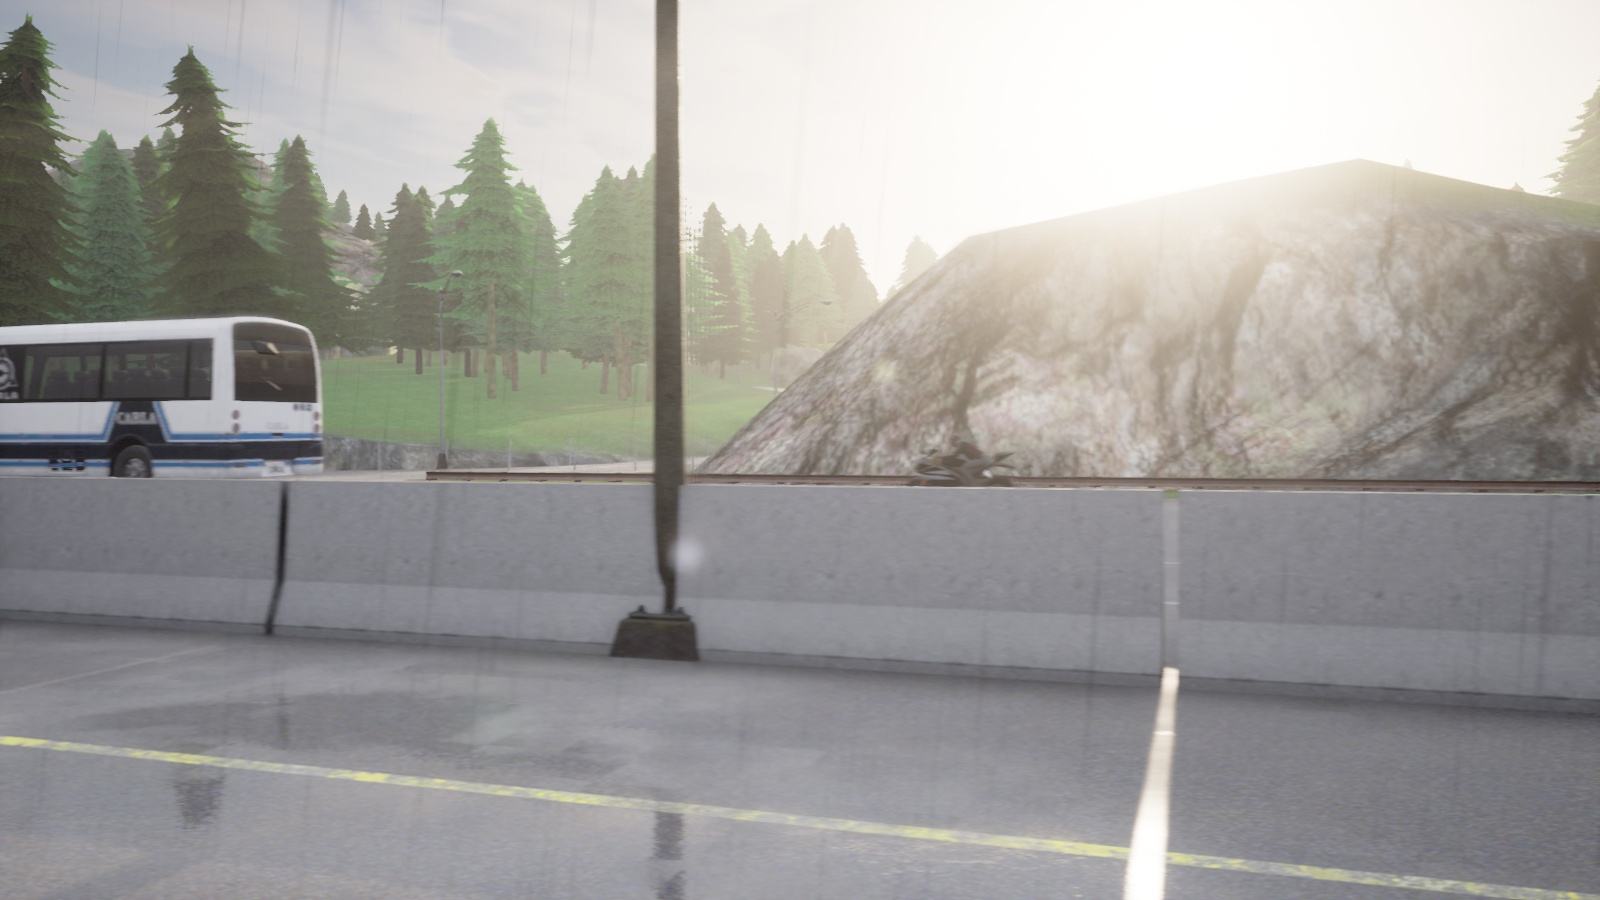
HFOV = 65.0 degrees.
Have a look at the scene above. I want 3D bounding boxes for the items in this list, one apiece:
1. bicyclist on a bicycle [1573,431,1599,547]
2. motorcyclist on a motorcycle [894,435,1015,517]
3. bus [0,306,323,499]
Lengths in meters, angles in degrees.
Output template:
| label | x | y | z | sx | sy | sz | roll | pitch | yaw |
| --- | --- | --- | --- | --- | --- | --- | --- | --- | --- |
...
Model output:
| label | x | y | z | sx | sy | sz | roll | pitch | yaw |
| --- | --- | --- | --- | --- | --- | --- | --- | --- | --- |
| bicyclist on a bicycle | 11.892 | 0.541 | 17.653 | 1.656 | 1.620 | 0.582 | 0 | 1 | 19 |
| motorcyclist on a motorcycle | 2.994 | 0.483 | 24.341 | 2.191 | 1.530 | 0.866 | 0 | 1 | 19 |
| bus | -17.442 | -1.115 | 31.196 | 10.273 | 4.253 | 3.944 | 1 | 1 | 19 |
